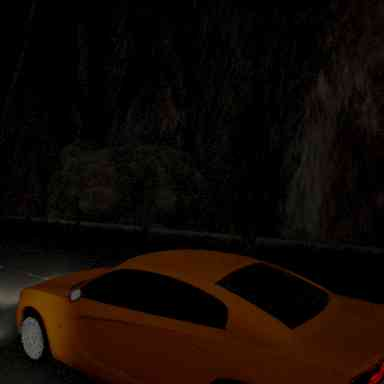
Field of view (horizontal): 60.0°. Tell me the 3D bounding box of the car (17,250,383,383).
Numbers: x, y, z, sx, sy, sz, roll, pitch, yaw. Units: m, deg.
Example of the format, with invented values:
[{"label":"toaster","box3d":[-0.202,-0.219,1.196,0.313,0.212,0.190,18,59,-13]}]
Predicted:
[{"label":"car","box3d":[-0.254,1.493,4.176,5.008,1.535,1.882,-1,0,36]}]
